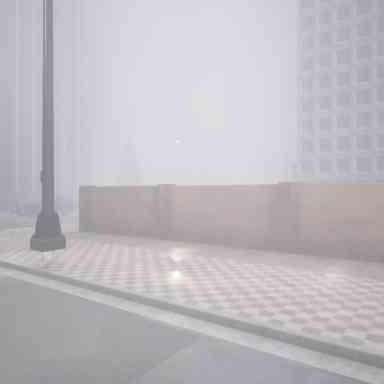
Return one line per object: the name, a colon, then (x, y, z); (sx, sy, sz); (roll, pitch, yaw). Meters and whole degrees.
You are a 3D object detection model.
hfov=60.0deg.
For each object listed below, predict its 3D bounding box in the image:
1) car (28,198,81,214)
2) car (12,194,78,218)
car: (-14.711, 1.478, 35.855); (1.882, 1.535, 5.008); (0, 0, 35)
car: (-13.752, 1.221, 31.135); (2.150, 2.045, 5.566); (0, 0, 35)
